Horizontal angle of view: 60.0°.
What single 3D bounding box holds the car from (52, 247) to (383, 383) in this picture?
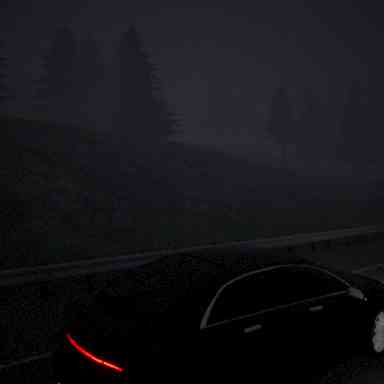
[{"bbox_3d":[0.823,1.498,4.340,4.892,1.490,1.837,0,0,-36],"label":"car"}]
